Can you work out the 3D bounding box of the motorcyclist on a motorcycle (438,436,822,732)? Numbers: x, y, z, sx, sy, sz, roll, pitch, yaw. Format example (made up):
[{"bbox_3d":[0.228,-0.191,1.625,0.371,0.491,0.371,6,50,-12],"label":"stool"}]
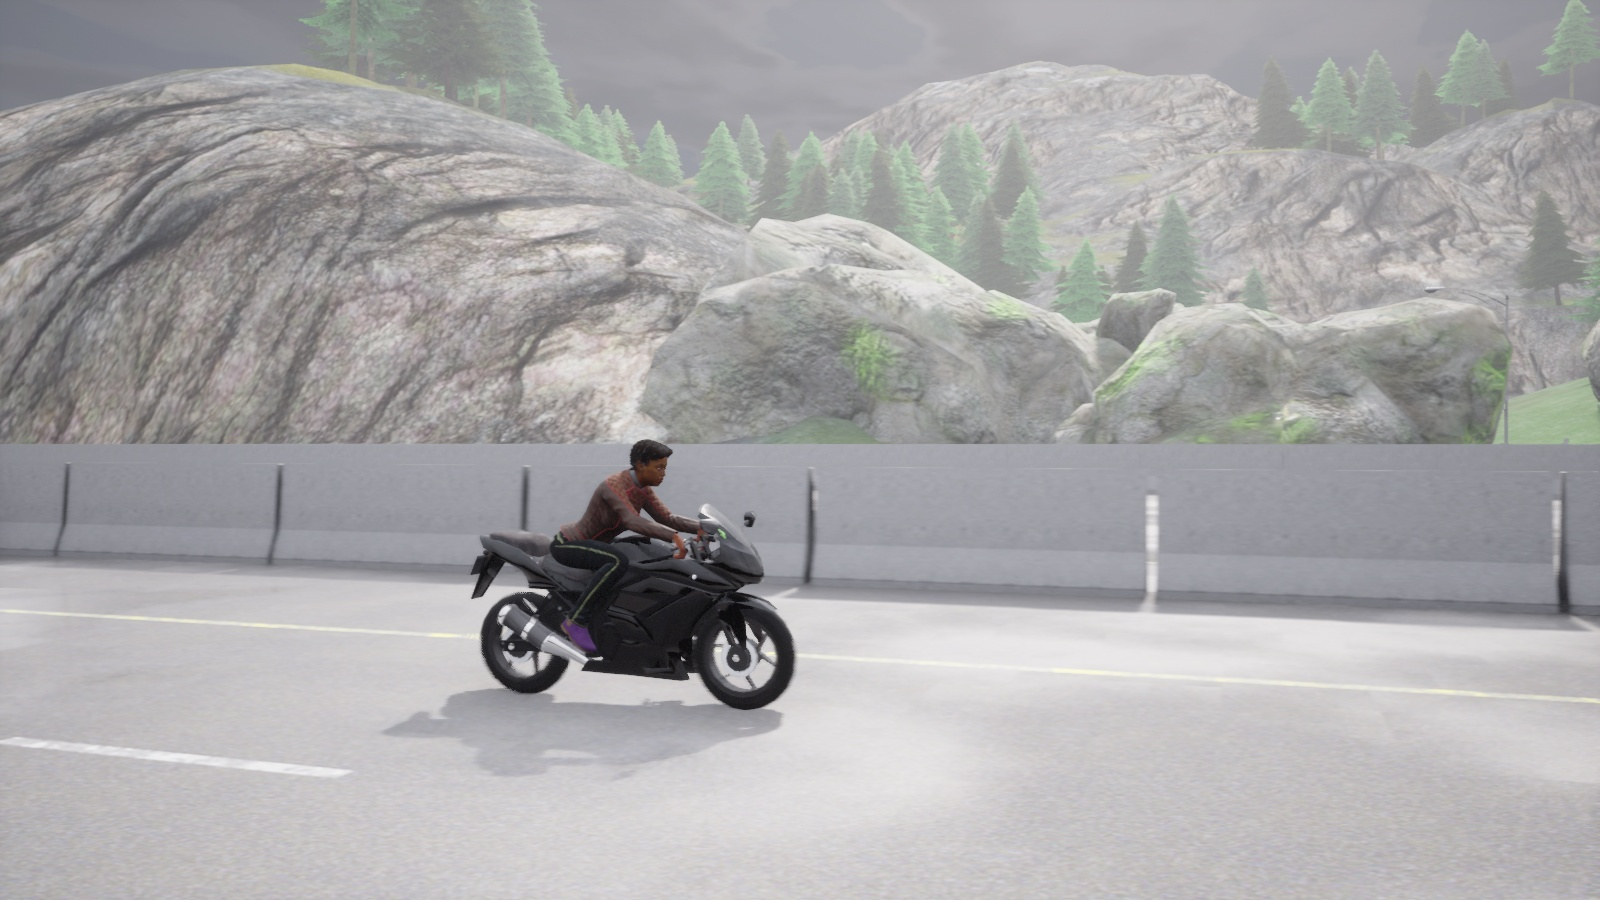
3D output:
[{"bbox_3d":[-0.971,0.690,7.212,2.044,1.523,0.797,1,1,19],"label":"motorcyclist on a motorcycle"}]
